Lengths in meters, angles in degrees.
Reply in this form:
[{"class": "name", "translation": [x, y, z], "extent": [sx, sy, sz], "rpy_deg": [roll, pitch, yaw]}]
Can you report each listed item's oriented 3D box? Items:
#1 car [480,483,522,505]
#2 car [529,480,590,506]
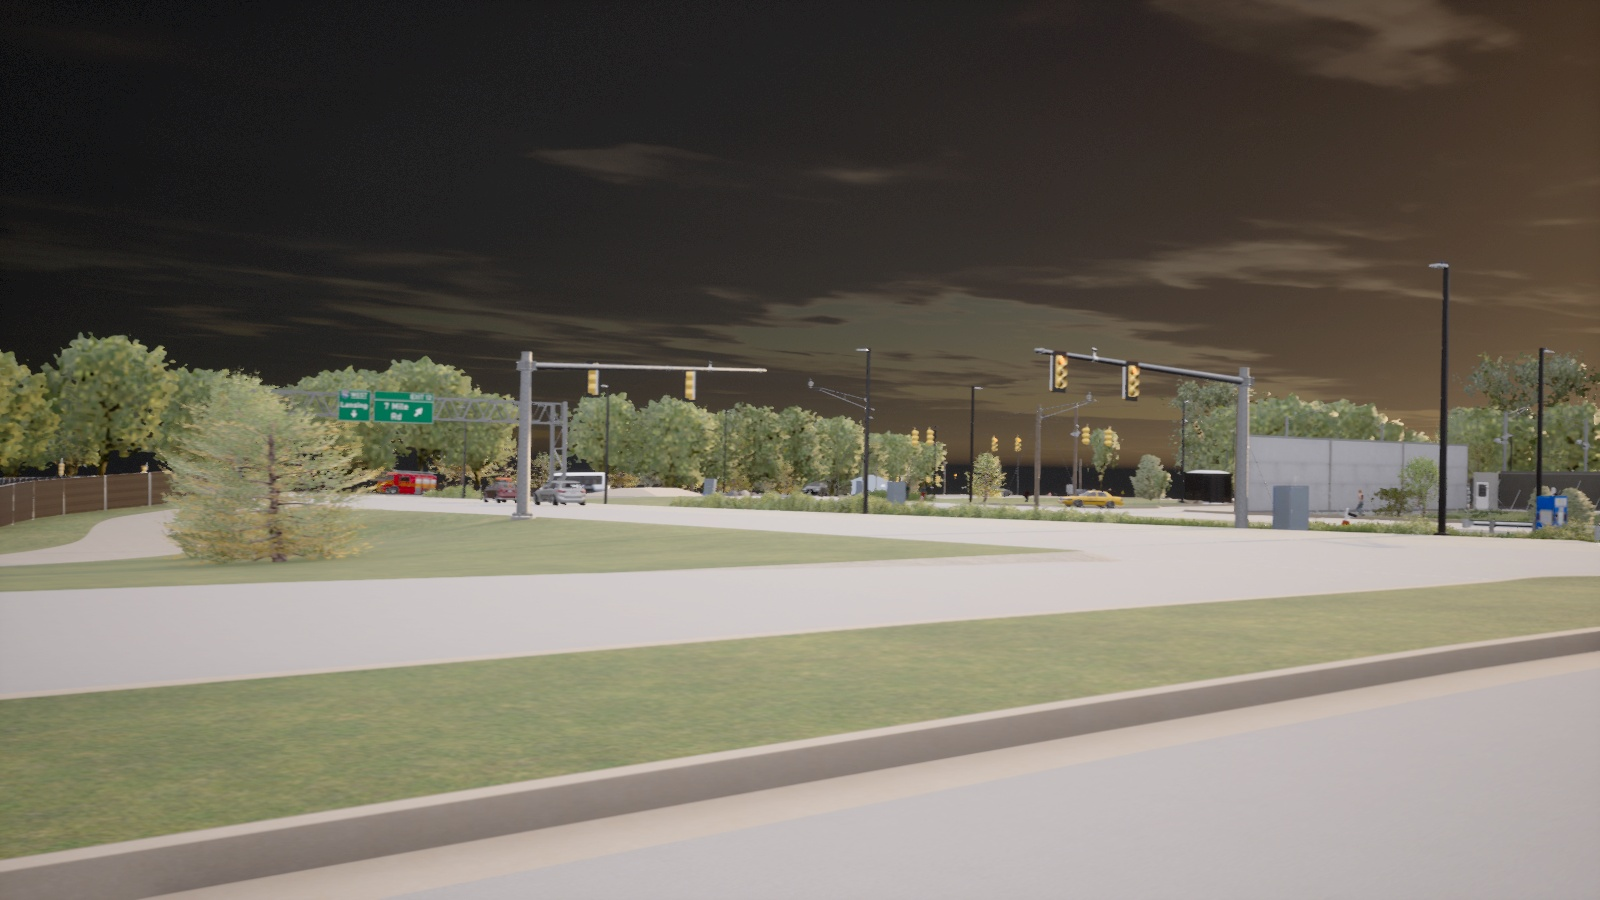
[{"class": "car", "translation": [-21.850, 3.185, 91.632], "extent": [1.789, 1.549, 3.705], "rpy_deg": [1, -2, -34]}, {"class": "car", "translation": [-15.922, 2.829, 82.989], "extent": [2.242, 1.667, 4.611], "rpy_deg": [1, -2, -34]}]
